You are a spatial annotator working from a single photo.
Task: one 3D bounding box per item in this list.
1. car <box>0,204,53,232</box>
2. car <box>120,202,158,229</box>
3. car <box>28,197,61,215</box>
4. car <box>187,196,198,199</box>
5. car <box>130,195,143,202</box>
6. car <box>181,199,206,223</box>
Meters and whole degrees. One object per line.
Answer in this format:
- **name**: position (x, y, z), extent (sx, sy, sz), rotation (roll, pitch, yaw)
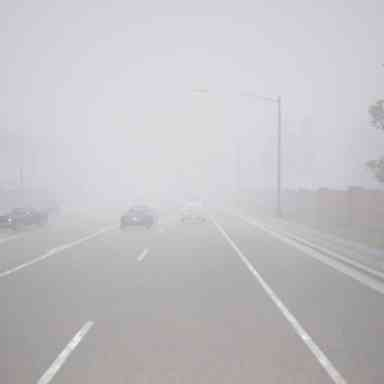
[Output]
- **car**: position (-10.555, 1.608, 20.153), extent (1.895, 1.301, 4.718), rotation (0, 0, 0)
- **car**: position (-3.403, 1.572, 21.878), extent (1.994, 1.385, 4.181), rotation (0, 0, 0)
- **car**: position (-13.980, 1.363, 31.033), extent (2.097, 1.767, 4.553), rotation (0, 0, -1)
- **car**: position (0.092, 1.425, 59.571), extent (2.033, 1.411, 5.357), rotation (0, 1, 0)
- **car**: position (-10.508, 1.291, 63.352), extent (1.882, 1.535, 5.008), rotation (0, 1, 0)
- **car**: position (0.096, 1.535, 25.882), extent (1.812, 1.442, 4.674), rotation (0, 0, 0)
